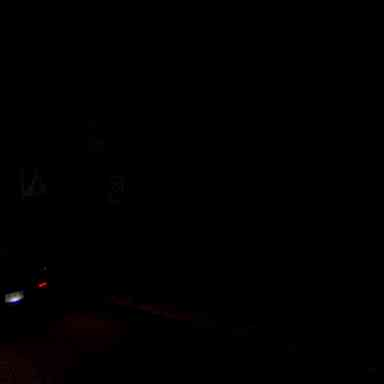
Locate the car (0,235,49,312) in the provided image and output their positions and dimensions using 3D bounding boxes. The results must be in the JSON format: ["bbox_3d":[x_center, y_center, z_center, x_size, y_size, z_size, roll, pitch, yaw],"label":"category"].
[{"bbox_3d":[-4.776,1.547,6.786,4.674,1.442,1.812,0,0,36],"label":"car"}]
